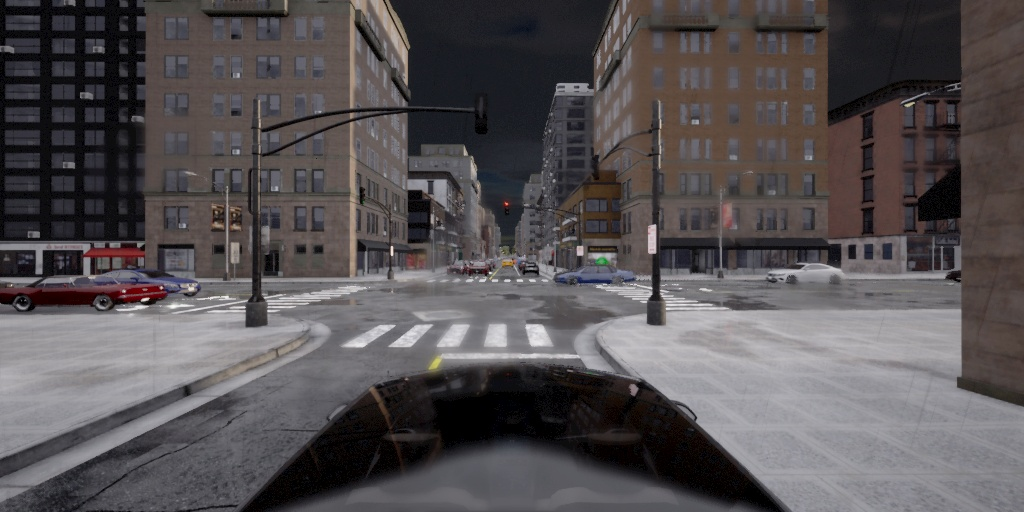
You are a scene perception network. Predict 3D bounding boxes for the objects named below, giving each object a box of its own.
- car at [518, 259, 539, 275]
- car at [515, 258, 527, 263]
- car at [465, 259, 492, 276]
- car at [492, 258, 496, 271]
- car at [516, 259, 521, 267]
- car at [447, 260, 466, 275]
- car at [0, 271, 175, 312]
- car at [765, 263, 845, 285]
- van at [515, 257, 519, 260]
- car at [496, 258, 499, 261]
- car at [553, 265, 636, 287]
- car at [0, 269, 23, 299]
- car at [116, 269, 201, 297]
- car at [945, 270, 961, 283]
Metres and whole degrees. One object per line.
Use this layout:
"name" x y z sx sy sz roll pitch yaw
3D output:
"car" 2.024 1.355 39.720 1.948 1.339 4.313 0 0 0
"car" 1.908 1.386 56.253 1.948 1.339 4.313 0 0 0
"car" -3.451 1.265 37.858 1.882 1.535 5.008 0 0 0
"car" -3.515 1.308 47.452 1.837 1.490 4.892 0 0 0
"car" 1.947 1.391 50.743 1.802 1.307 4.207 0 0 0
"car" -6.001 1.229 39.664 1.967 1.591 4.097 0 0 0
"car" -16.565 1.401 14.018 4.718 1.301 1.895 0 0 -1
"car" 19.895 1.198 24.412 4.674 1.442 1.812 0 0 -1
"van" 1.869 1.173 61.763 1.690 1.789 3.998 0 0 0
"car" -3.577 1.424 57.604 1.895 1.301 4.718 0 0 0
"car" 5.522 1.288 24.239 5.357 1.411 2.033 -1 0 -1
"car" -27.462 1.397 17.133 5.357 1.411 2.033 0 0 -1
"car" -17.737 1.337 17.247 4.674 1.442 1.812 0 0 1
"car" 33.260 1.163 24.568 5.357 1.411 2.033 0 0 -1
